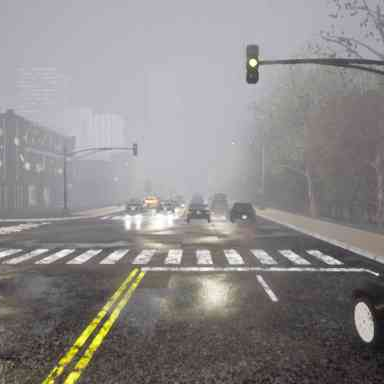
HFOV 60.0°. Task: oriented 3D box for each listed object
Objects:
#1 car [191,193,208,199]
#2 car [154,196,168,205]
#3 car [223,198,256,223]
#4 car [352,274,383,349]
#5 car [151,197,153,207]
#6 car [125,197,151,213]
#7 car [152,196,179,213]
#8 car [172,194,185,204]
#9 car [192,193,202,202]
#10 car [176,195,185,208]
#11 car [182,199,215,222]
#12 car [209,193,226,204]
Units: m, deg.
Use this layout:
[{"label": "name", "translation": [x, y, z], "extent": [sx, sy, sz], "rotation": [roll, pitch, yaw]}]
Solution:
[{"label": "car", "translation": [0.871, 1.333, 50.330], "extent": [2.097, 1.767, 4.553], "rotation": [0, 0, 1]}, {"label": "car", "translation": [-5.624, 1.540, 60.468], "extent": [1.994, 1.385, 4.181], "rotation": [0, 0, 2]}, {"label": "car", "translation": [3.747, 1.497, 25.878], "extent": [1.837, 1.490, 4.892], "rotation": [0, 0, 1]}, {"label": "car", "translation": [3.397, 1.477, 3.221], "extent": [1.882, 1.535, 5.008], "rotation": [0, 0, 1]}, {"label": "car", "translation": [-5.875, 1.460, 46.370], "extent": [1.882, 1.535, 5.008], "rotation": [0, 0, 1]}, {"label": "car", "translation": [-6.046, 1.479, 36.376], "extent": [2.128, 1.511, 4.902], "rotation": [0, 0, -1]}, {"label": "car", "translation": [-2.830, 1.479, 36.704], "extent": [2.128, 1.511, 4.902], "rotation": [0, 0, -2]}, {"label": "car", "translation": [-2.376, 1.327, 61.321], "extent": [2.097, 1.767, 4.553], "rotation": [0, 0, 1]}, {"label": "car", "translation": [1.125, 1.194, 73.486], "extent": [2.150, 2.045, 5.566], "rotation": [0, 0, 1]}, {"label": "car", "translation": [-2.606, 1.474, 47.553], "extent": [2.128, 1.511, 4.902], "rotation": [0, 0, 1]}, {"label": "car", "translation": [0.505, 1.539, 26.478], "extent": [2.033, 1.411, 5.357], "rotation": [0, 0, 1]}, {"label": "car", "translation": [4.130, 1.202, 50.968], "extent": [2.150, 2.045, 5.566], "rotation": [0, 0, 1]}]
